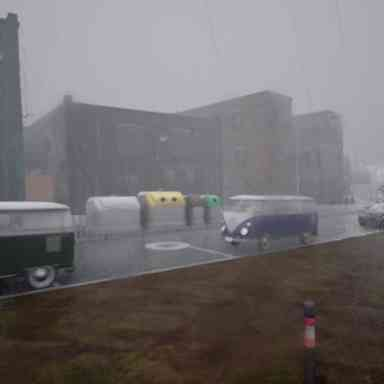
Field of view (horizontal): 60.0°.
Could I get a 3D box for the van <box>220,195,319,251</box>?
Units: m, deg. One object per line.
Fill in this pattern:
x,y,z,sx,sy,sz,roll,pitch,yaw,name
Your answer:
3.059,1.119,13.113,4.442,1.987,1.878,1,0,-38,van

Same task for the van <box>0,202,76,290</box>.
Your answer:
-4.949,1.198,7.205,4.442,1.987,1.878,1,0,-38,van

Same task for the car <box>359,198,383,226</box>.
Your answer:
11.857,1.292,20.134,4.674,1.452,2.002,1,0,-40,car
